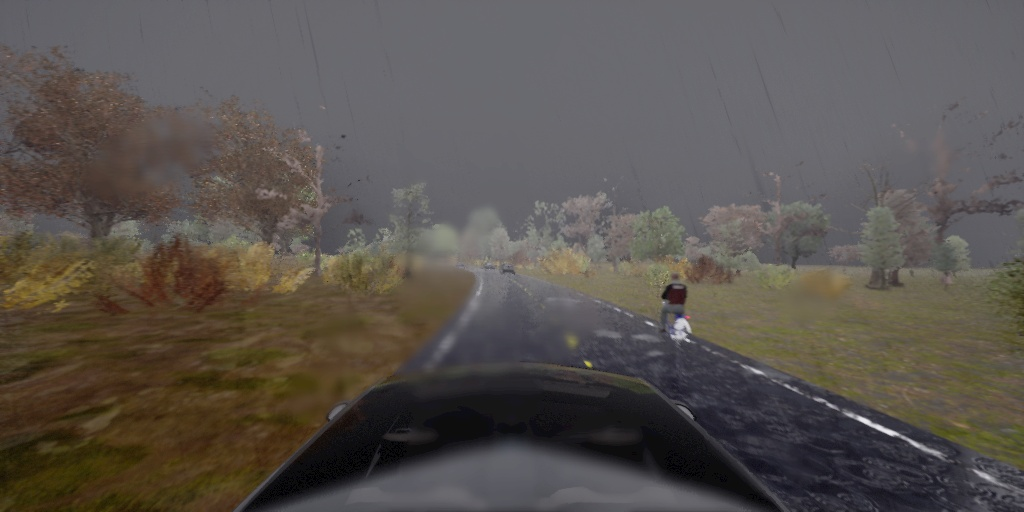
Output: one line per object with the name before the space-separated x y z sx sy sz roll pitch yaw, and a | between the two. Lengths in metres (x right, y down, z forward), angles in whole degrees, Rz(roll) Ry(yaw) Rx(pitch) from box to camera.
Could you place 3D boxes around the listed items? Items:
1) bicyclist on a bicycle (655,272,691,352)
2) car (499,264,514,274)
bicyclist on a bicycle | 3.774 1.258 8.534 0.659 1.776 1.843 1 0 0
car | -0.831 1.873 53.683 1.837 1.490 4.892 1 0 -10
